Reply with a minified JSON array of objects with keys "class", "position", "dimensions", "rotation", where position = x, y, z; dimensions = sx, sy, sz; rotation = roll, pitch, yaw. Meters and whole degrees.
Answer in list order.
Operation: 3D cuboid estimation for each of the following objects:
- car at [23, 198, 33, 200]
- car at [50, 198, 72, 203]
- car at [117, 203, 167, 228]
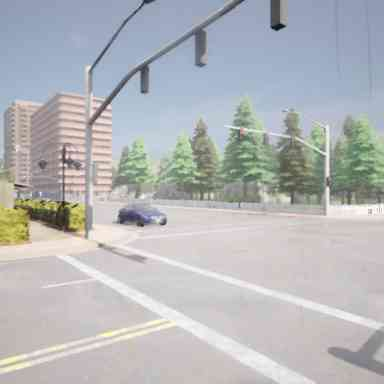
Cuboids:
[{"class":"car","position":[-25.898,1.654,52.450],"dimensions":[1.895,1.301,4.718],"rotation":[0,0,-37]},{"class":"car","position":[-15.070,1.490,37.888],"dimensions":[1.837,1.490,4.892],"rotation":[0,0,-37]},{"class":"car","position":[-3.481,1.510,22.489],"dimensions":[1.812,1.442,4.674],"rotation":[0,0,-37]}]
